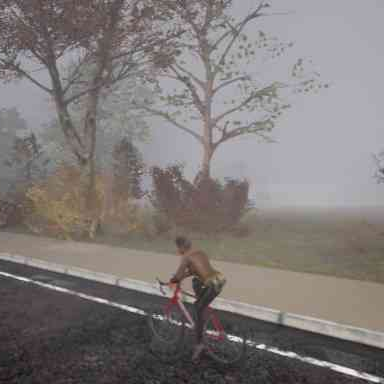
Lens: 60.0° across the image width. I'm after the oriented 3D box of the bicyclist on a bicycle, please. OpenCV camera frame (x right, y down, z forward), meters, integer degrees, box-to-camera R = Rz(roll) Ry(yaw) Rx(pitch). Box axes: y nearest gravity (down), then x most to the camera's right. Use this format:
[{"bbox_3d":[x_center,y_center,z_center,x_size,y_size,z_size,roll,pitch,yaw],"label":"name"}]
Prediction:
[{"bbox_3d":[0.006,1.451,4.626,1.656,1.620,0.582,0,0,35],"label":"bicyclist on a bicycle"}]
